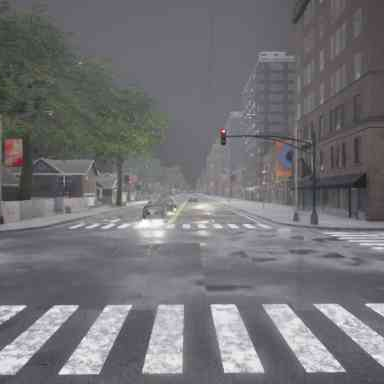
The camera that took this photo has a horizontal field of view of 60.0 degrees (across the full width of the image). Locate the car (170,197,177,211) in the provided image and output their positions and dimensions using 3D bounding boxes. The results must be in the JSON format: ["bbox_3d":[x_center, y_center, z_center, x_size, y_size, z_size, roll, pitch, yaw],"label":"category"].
[{"bbox_3d":[-3.278,1.371,39.828,2.097,1.767,4.553,0,0,0],"label":"car"}]

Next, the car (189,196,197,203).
[{"bbox_3d":[0.209,1.546,70.222,2.128,1.511,4.902,0,0,0],"label":"car"}]

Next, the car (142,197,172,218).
[{"bbox_3d":[-3.297,1.504,30.093,2.128,1.511,4.902,0,0,0],"label":"car"}]

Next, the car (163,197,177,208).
[{"bbox_3d":[-3.256,1.554,49.785,1.812,1.442,4.674,0,0,0],"label":"car"}]
